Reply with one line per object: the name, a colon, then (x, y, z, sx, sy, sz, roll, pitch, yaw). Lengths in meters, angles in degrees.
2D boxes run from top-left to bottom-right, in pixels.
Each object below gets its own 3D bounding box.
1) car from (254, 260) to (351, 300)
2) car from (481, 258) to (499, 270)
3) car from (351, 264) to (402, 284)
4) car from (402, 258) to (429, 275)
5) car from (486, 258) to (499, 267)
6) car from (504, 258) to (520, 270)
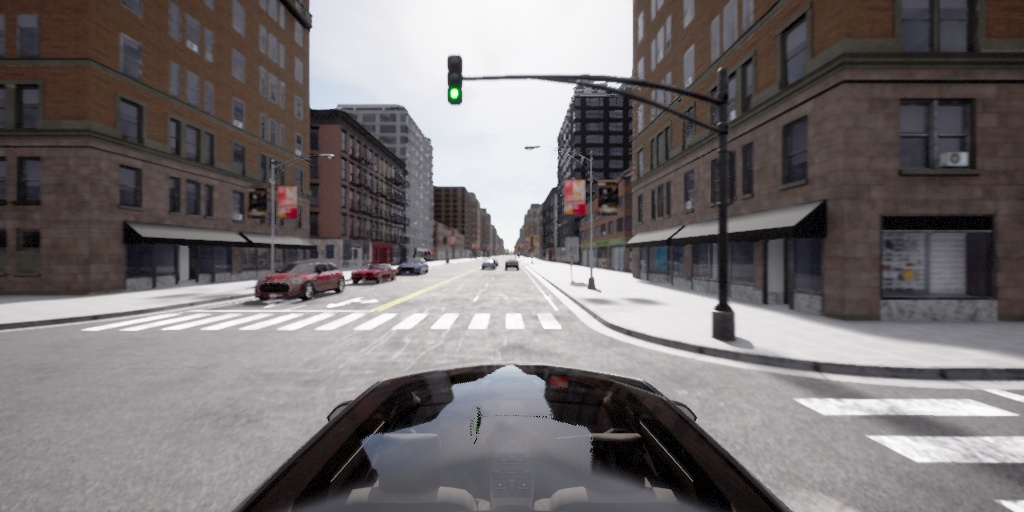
car: (-9.848, 1.035, 17.033, 2.097, 1.767, 4.553, 0, 0, 0)
car: (-3.146, 1.092, 49.030, 2.033, 1.411, 5.357, 0, 0, 0)
car: (-9.848, 1.245, 26.014, 1.895, 1.301, 4.718, 0, 0, 0)
car: (-9.837, 0.952, 36.056, 2.097, 1.767, 4.553, 0, 0, 0)
car: (-3.217, 1.025, 59.259, 1.812, 1.442, 4.674, 0, 0, 0)
car: (0.004, 1.059, 47.083, 1.837, 1.490, 4.892, 0, 0, 0)
